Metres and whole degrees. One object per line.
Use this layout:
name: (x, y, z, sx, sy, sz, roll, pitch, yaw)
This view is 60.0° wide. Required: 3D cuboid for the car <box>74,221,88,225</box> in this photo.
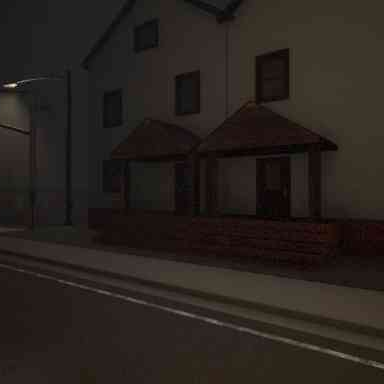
car: (-10.627, 3.805, 36.473, 1.837, 1.490, 4.892, 0, -11, 35)
